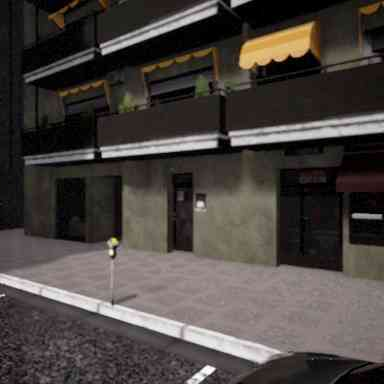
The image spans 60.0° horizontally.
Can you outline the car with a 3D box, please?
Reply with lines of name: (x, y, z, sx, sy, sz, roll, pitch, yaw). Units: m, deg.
car: (1.922, 1.558, 1.496, 4.313, 1.339, 1.947, -1, 0, 35)
